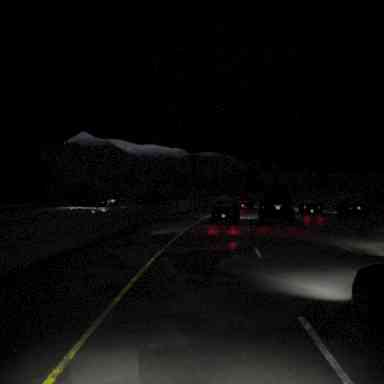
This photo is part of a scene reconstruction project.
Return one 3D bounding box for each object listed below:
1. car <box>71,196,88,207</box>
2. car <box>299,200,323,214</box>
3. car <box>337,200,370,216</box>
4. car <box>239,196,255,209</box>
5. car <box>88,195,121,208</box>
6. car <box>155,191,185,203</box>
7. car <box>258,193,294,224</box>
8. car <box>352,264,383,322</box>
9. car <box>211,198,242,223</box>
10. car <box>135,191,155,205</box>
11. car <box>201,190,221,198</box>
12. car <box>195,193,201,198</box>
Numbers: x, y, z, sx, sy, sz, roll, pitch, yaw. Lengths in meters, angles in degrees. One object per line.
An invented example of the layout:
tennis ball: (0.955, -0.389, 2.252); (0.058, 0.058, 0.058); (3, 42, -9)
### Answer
car: (-14.339, 1.252, 44.676); (1.994, 1.385, 4.181); (0, 0, 17)
car: (11.385, 1.414, 32.173); (1.895, 1.301, 4.718); (0, 0, 14)
car: (14.415, 1.381, 29.964); (2.033, 1.411, 5.357); (0, 0, 14)
car: (6.494, 1.257, 40.443); (1.837, 1.490, 4.892); (0, 0, 17)
car: (-11.063, 1.206, 43.478); (1.837, 1.490, 4.892); (0, 0, 17)
car: (-2.744, 0.917, 46.757); (2.150, 2.045, 5.566); (0, 0, 19)
car: (5.963, 1.079, 23.802); (2.150, 2.045, 5.566); (0, 0, 10)
car: (3.781, 1.505, 4.154); (1.812, 1.442, 4.674); (0, 0, 2)
car: (2.462, 1.376, 24.020); (1.812, 1.442, 4.674); (0, 0, 10)
car: (-6.066, 0.907, 47.766); (2.150, 2.045, 5.566); (0, 0, 19)
car: (5.173, 0.517, 80.637); (2.150, 2.045, 5.566); (0, 0, 31)
car: (1.996, 0.980, 82.150); (1.812, 1.442, 4.674); (0, 0, 31)
